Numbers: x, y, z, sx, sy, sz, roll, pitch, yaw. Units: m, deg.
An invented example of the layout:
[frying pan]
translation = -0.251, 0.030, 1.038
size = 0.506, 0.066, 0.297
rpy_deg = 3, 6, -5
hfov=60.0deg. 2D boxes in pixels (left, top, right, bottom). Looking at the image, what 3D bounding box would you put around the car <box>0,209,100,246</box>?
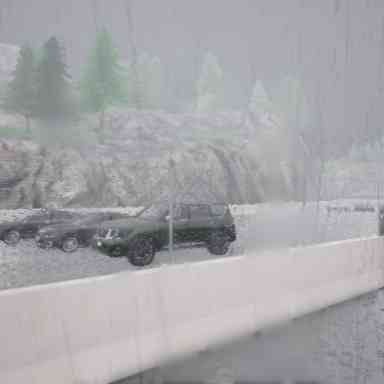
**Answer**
[car]
translation = -7.215, 1.609, 16.162
size = 4.892, 1.490, 1.837
rpy_deg = 1, -1, -37
